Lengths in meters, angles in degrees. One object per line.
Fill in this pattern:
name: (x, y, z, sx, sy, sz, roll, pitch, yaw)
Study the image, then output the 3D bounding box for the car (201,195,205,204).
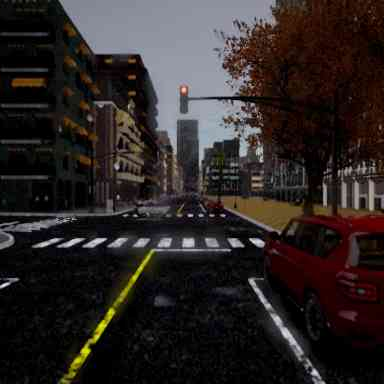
car: (2.670, 1.549, 49.770, 1.752, 1.417, 4.829, 0, 0, 0)

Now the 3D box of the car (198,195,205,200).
car: (2.651, 1.639, 93.862, 2.008, 1.369, 4.403, 0, 0, 0)

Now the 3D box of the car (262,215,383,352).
car: (2.690, 1.315, 6.147, 2.192, 1.841, 5.009, 0, 0, 0)

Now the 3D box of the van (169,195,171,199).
van: (-5.717, 1.385, 66.196, 1.690, 1.788, 3.998, 0, 0, 0)

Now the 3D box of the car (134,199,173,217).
car: (-3.407, 1.610, 30.982, 1.895, 1.301, 4.718, 0, 0, 11)

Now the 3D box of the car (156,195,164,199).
car: (-5.710, 1.574, 49.597, 2.008, 1.369, 4.403, 0, 0, 0)

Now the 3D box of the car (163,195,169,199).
car: (-5.715, 1.477, 60.663, 1.967, 1.590, 4.097, 0, 0, 0)

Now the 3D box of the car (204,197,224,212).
car: (2.675, 1.557, 38.535, 1.887, 1.381, 4.507, 0, 0, 0)

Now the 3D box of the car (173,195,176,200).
car: (-5.725, 1.508, 82.793, 1.967, 1.590, 4.097, 0, 0, 0)

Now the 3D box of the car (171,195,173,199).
car: (-5.720, 1.633, 71.727, 1.802, 1.307, 4.206, 0, 0, 0)

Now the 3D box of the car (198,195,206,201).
car: (2.653, 1.622, 88.329, 1.887, 1.381, 4.507, 0, 0, 0)

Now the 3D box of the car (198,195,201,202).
car: (2.663, 1.626, 66.198, 1.802, 1.307, 4.206, 0, 0, 0)

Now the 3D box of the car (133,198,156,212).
car: (-5.705, 1.564, 38.531, 2.008, 1.369, 4.403, 0, 0, 0)
